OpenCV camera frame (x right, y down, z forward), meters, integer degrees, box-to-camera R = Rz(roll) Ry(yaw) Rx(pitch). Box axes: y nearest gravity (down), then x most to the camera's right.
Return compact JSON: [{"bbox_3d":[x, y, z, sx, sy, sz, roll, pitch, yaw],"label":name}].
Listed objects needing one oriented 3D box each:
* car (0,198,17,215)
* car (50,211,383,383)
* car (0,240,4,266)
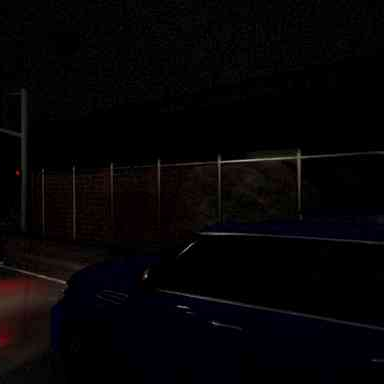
[{"bbox_3d":[-19.737,1.409,32.433,2.097,1.767,4.553,0,0,36],"label":"car"},{"bbox_3d":[0.935,1.221,3.323,5.566,2.045,2.150,0,0,35],"label":"car"},{"bbox_3d":[-7.080,1.492,9.039,4.902,1.511,2.128,0,0,33],"label":"car"}]
